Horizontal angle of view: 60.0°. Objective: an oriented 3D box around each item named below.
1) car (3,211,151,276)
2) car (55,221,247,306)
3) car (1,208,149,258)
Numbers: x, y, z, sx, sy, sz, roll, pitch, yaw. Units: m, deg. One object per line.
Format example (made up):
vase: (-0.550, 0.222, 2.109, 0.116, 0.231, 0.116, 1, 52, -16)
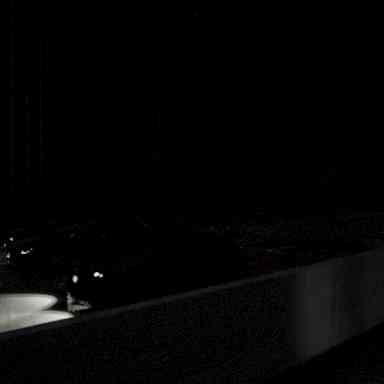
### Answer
car: (-3.000, 1.477, 10.450, 4.892, 1.490, 1.837, -1, 0, -35)
car: (-0.702, 1.534, 7.790, 4.181, 1.385, 1.994, -1, 0, -35)
car: (-4.609, 1.516, 13.601, 5.357, 1.411, 2.033, -1, 0, -35)
